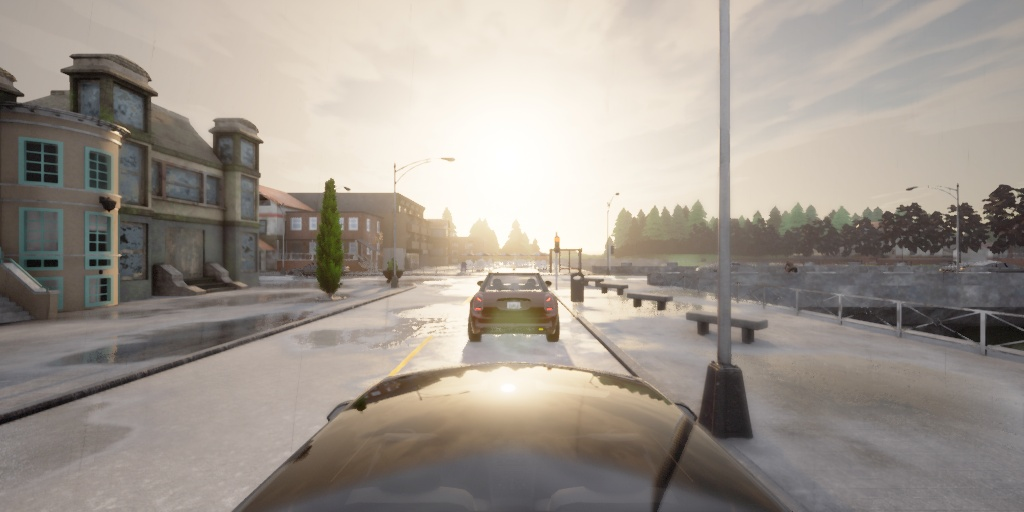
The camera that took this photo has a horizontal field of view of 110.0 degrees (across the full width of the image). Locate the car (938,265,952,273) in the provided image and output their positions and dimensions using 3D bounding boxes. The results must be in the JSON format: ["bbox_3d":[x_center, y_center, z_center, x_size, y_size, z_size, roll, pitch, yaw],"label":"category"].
[{"bbox_3d":[43.489,1.256,33.952,4.892,1.490,1.837,1,0,1],"label":"car"}]

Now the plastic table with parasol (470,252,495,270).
[{"bbox_3d":[-4.082,0.674,49.970,2.482,2.480,2.482,0,0,0],"label":"plastic table with parasol"}]

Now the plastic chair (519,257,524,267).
[{"bbox_3d":[1.246,1.278,63.364,0.750,1.272,0.730,0,0,0],"label":"plastic chair"}]

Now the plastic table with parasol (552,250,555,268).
[{"bbox_3d":[5.174,0.674,57.819,2.482,2.480,2.482,0,0,0],"label":"plastic table with parasol"}]

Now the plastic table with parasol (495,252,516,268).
[{"bbox_3d":[-1.029,0.674,56.940,2.482,2.480,2.482,0,0,0],"label":"plastic table with parasol"}]

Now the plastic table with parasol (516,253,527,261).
[{"bbox_3d":[1.366,0.674,64.542,2.482,2.480,2.482,0,0,0],"label":"plastic table with parasol"}]

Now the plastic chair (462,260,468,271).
[{"bbox_3d":[-6.880,1.278,55.391,0.750,1.272,0.730,0,0,0],"label":"plastic chair"}]

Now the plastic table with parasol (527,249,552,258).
[{"bbox_3d":[3.736,0.674,49.194,2.482,2.480,2.482,0,0,0],"label":"plastic table with parasol"}]

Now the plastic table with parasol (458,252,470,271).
[{"bbox_3d":[-6.950,0.674,56.569,2.482,2.480,2.482,0,0,0],"label":"plastic table with parasol"}]

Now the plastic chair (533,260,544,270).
[{"bbox_3d":[3.592,1.278,47.924,0.750,1.272,0.730,0,0,0],"label":"plastic chair"}]

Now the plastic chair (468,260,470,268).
[{"bbox_3d":[-5.401,1.278,50.054,0.730,1.272,0.750,0,0,0],"label":"plastic chair"}]

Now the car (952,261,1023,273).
[{"bbox_3d":[40.464,1.254,29.898,4.892,1.490,1.837,0,0,1],"label":"car"}]

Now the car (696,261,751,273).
[{"bbox_3d":[20.068,1.240,34.074,4.902,1.511,2.128,0,0,0],"label":"car"}]

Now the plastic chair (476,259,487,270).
[{"bbox_3d":[-4.206,1.278,48.750,0.750,1.272,0.730,0,0,0],"label":"plastic chair"}]

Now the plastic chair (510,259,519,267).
[{"bbox_3d":[0.321,1.278,56.835,0.730,1.272,0.750,0,0,0],"label":"plastic chair"}]

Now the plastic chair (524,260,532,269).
[{"bbox_3d":[2.396,1.278,49.228,0.730,1.272,0.750,0,0,0],"label":"plastic chair"}]

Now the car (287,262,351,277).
[{"bbox_3d":[-18.377,1.296,34.305,5.357,1.411,2.033,0,0,-1],"label":"car"}]

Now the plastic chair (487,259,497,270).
[{"bbox_3d":[-2.802,1.278,49.846,0.730,1.272,0.750,0,0,0],"label":"plastic chair"}]

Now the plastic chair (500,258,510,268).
[{"bbox_3d":[-1.083,1.278,55.740,0.750,1.272,0.730,0,0,0],"label":"plastic chair"}]

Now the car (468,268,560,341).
[{"bbox_3d":[0.065,1.102,9.995,2.097,1.767,4.553,0,0,1],"label":"car"}]

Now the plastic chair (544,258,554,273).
[{"bbox_3d":[4.995,1.278,49.020,0.730,1.272,0.750,0,0,0],"label":"plastic chair"}]

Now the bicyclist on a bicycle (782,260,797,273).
[{"bbox_3d":[19.889,1.098,25.676,0.582,1.620,1.656,0,0,0],"label":"bicyclist on a bicycle"}]
